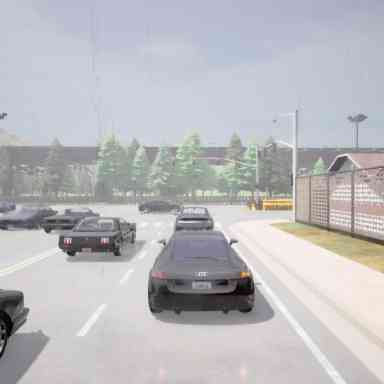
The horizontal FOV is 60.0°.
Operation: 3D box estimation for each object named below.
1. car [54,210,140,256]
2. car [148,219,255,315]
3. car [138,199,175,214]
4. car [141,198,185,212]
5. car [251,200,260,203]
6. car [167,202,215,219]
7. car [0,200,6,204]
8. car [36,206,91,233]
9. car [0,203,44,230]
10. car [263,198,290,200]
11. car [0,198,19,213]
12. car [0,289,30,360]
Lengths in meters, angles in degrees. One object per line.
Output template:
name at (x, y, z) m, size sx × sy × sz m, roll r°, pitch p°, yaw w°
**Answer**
car at (-3.399, 1.601, 12.997) m, size 1.895 × 1.301 × 4.718 m, roll 0°, pitch 0°, yaw 0°
car at (0.147, 1.564, 7.677) m, size 1.994 × 1.385 × 4.181 m, roll 0°, pitch 0°, yaw -1°
car at (-3.087, 1.504, 34.221) m, size 4.892 × 1.490 × 1.837 m, roll 0°, pitch 0°, yaw -2°
car at (-3.247, 1.491, 37.718) m, size 4.902 × 1.511 × 2.128 m, roll 0°, pitch 0°, yaw -2°
car at (11.749, 1.601, 52.386) m, size 4.718 × 1.301 × 1.895 m, roll 0°, pitch 0°, yaw -2°
car at (0.118, 1.492, 16.580) m, size 2.128 × 1.511 × 4.902 m, roll 0°, pitch 0°, yaw 1°
car at (-20.770, 1.525, 33.673) m, size 4.674 × 1.442 × 1.812 m, roll 0°, pitch 0°, yaw -2°
car at (-7.001, 1.600, 19.590) m, size 1.895 × 1.301 × 4.718 m, roll 0°, pitch 0°, yaw 0°
car at (-10.116, 1.547, 21.135) m, size 2.033 × 1.411 × 5.357 m, roll 0°, pitch 0°, yaw -1°
car at (12.287, 1.601, 45.367) m, size 4.718 × 1.301 × 1.895 m, roll 0°, pitch 0°, yaw -3°
car at (-22.279, 1.474, 37.131) m, size 5.008 × 1.535 × 1.882 m, roll 0°, pitch 0°, yaw -2°
car at (-3.399, 1.547, 2.602) m, size 2.033 × 1.411 × 5.357 m, roll 0°, pitch 0°, yaw 0°
